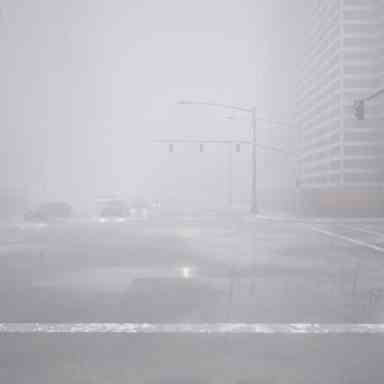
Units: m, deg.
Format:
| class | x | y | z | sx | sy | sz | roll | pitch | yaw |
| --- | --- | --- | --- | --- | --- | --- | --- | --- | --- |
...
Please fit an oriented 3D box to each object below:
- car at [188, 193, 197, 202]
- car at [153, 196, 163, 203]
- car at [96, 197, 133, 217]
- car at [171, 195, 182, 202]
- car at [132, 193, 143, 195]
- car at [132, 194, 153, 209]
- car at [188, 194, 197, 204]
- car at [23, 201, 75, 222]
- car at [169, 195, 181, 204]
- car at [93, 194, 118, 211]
| class | x | y | z | sx | sy | sz | roll | pitch | yaw |
| --- | --- | --- | --- | --- | --- | --- | --- | --- | --- |
| car | 0.087 | 1.184 | 74.440 | 2.097 | 1.767 | 4.553 | 0 | 0 | 0 |
| car | -6.934 | 1.493 | 67.412 | 2.128 | 1.511 | 4.902 | 0 | 0 | 0 |
| car | -7.065 | 1.505 | 30.874 | 1.837 | 1.490 | 4.892 | 0 | 0 | 0 |
| car | -3.412 | 1.354 | 74.474 | 2.128 | 1.511 | 4.902 | 0 | 0 | 0 |
| car | -10.487 | 1.350 | 61.962 | 2.097 | 1.767 | 4.553 | 0 | 0 | 1 |
| car | -7.044 | 1.500 | 46.033 | 1.837 | 1.490 | 4.892 | 0 | 1 | 0 |
| car | 0.075 | 1.547 | 64.185 | 2.033 | 1.411 | 5.357 | 0 | 0 | 0 |
| car | -11.331 | 1.506 | 26.691 | 1.837 | 1.490 | 4.892 | 1 | 0 | 11 |
| car | -3.425 | 1.491 | 64.189 | 2.128 | 1.511 | 4.902 | 0 | 0 | 0 |
| car | -10.556 | 1.220 | 41.334 | 2.150 | 2.045 | 5.566 | 0 | 0 | 0 |
